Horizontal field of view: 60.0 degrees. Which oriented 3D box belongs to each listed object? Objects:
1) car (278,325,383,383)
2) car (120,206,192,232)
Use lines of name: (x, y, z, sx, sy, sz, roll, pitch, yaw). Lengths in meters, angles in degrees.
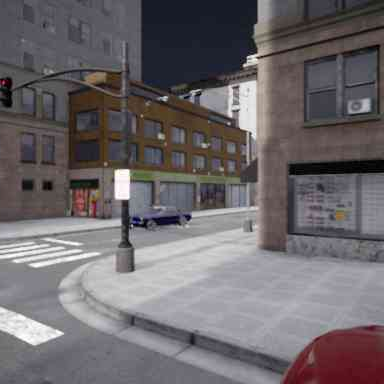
car: (2.646, 1.315, 0.936, 5.009, 1.841, 2.192, 0, 0, 35)
car: (-2.058, 1.524, 20.040, 1.895, 1.301, 4.718, 0, 0, 35)
